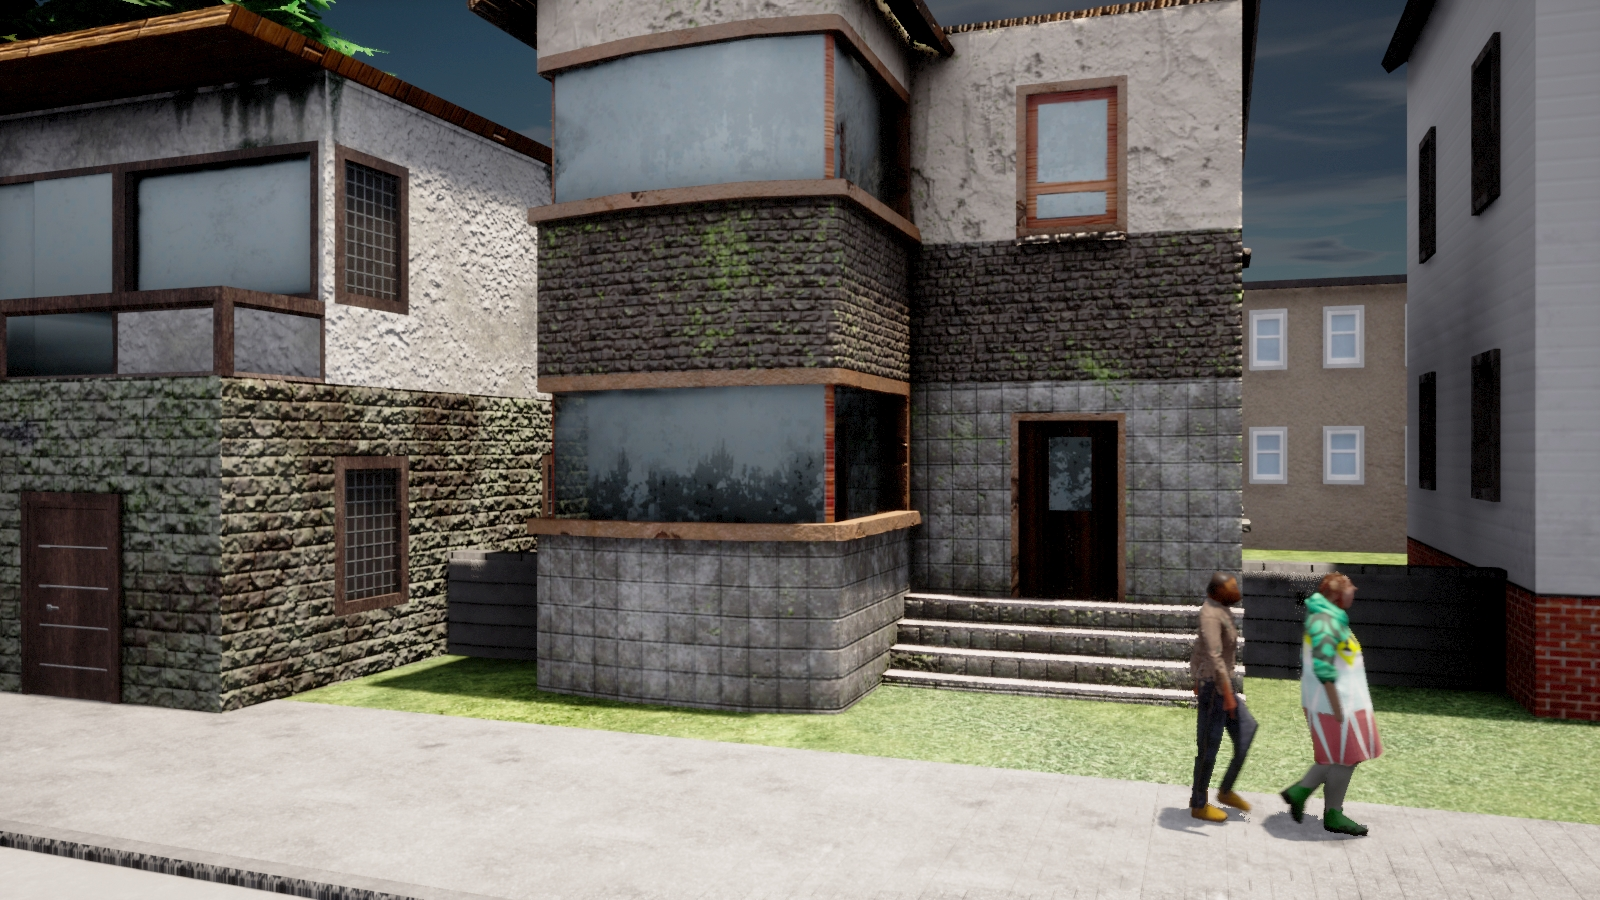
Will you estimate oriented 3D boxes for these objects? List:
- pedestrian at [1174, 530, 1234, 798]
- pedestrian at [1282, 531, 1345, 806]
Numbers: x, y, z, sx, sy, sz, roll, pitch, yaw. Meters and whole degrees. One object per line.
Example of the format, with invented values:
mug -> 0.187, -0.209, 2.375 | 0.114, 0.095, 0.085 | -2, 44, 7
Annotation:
pedestrian -> 2.939, 1.525, 8.305 | 0.375, 1.860, 0.375 | 0, 0, 25
pedestrian -> 3.645, 1.524, 8.122 | 0.375, 1.860, 0.375 | 0, 0, 19
